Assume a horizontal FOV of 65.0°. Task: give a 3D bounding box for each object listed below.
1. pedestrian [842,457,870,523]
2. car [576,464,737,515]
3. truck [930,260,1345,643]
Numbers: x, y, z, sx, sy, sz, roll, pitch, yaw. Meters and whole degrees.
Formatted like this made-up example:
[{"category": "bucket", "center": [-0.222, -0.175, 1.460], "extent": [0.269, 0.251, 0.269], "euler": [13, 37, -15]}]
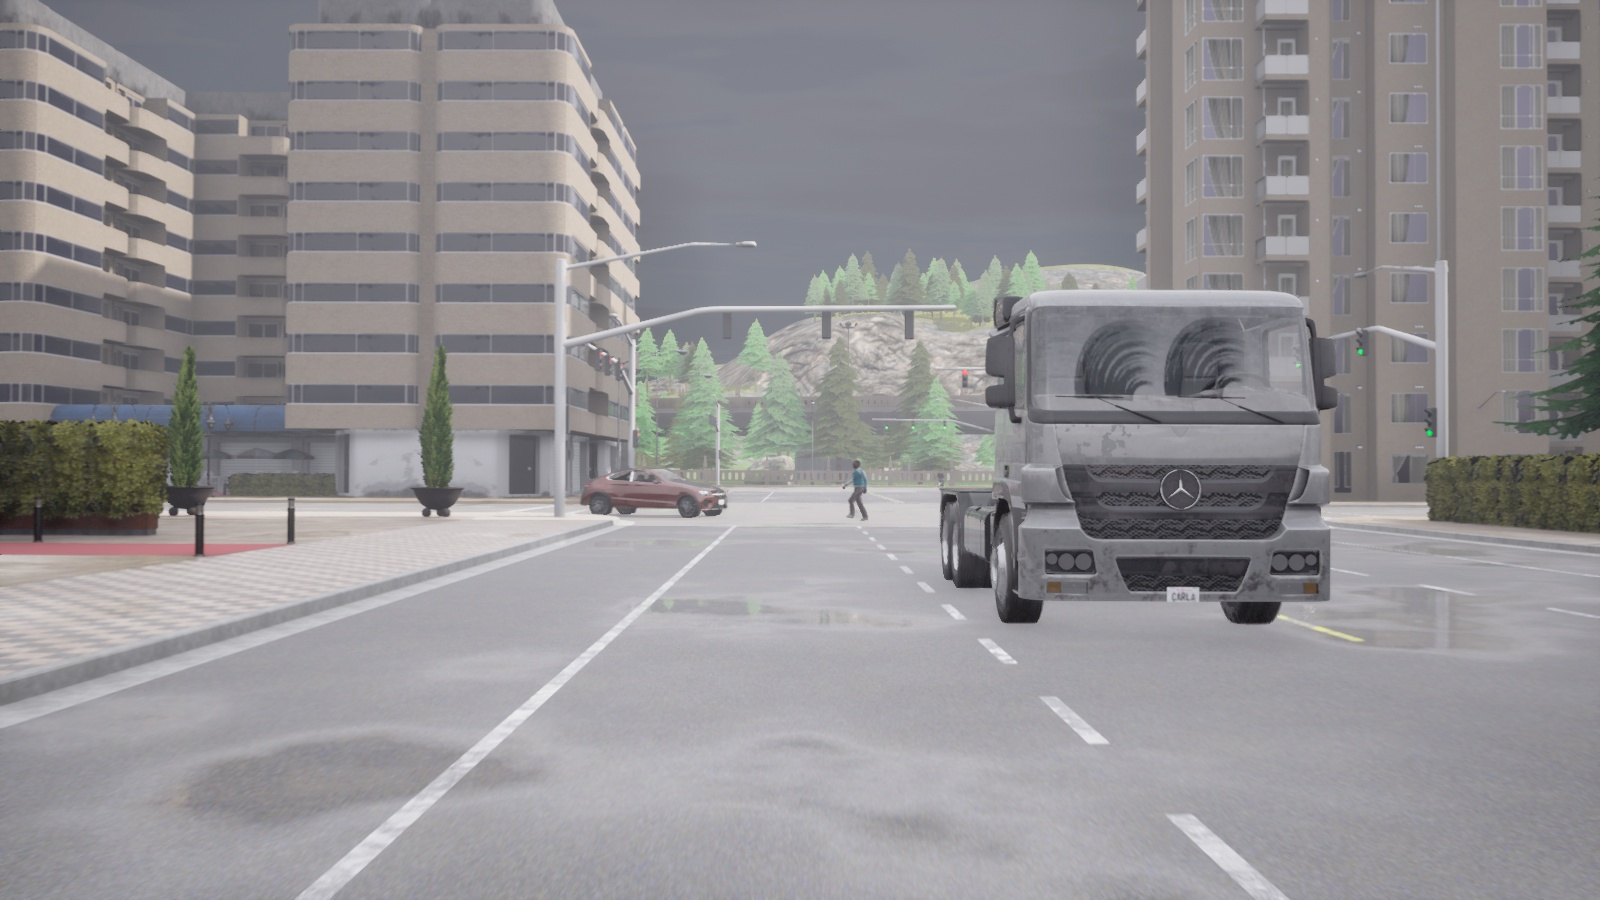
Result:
[{"category": "pedestrian", "center": [1.657, 1.170, 37.215], "extent": [0.692, 1.930, 0.396], "euler": [0, -1, -26]}, {"category": "car", "center": [-4.876, 1.329, 42.775], "extent": [5.027, 1.651, 2.152], "euler": [-1, -1, 21]}, {"category": "truck", "center": [3.460, 0.075, 15.329], "extent": [2.891, 3.462, 7.936], "euler": [0, -1, 0]}]
